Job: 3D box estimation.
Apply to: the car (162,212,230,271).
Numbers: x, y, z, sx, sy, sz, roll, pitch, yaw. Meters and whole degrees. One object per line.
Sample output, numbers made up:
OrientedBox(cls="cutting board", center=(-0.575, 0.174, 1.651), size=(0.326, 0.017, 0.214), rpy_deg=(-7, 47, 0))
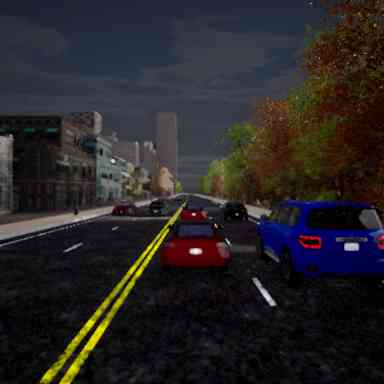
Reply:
OrientedBox(cls="car", center=(0.108, 1.590, 11.058), size=(1.994, 1.385, 4.181), rpy_deg=(0, 0, 0))

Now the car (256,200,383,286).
OrientedBox(cls="car", center=(3.356, 1.248, 9.658), size=(2.150, 2.045, 5.566), rpy_deg=(0, 0, 0))

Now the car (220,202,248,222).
OrientedBox(cls="car", center=(3.383, 1.545, 27.464), size=(1.882, 1.535, 5.008), rpy_deg=(0, 0, 0))

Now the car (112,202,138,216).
OrientedBox(cls="car", center=(-6.549, 1.633, 32.857), size=(1.994, 1.385, 4.181), rpy_deg=(0, 0, 0))

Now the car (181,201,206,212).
OrientedBox(cls="car", center=(0.130, 1.626, 26.508), size=(1.994, 1.385, 4.181), rpy_deg=(0, 0, 0))

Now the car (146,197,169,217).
OrientedBox(cls="car", center=(-3.300, 1.577, 32.597), size=(1.837, 1.490, 4.892), rpy_deg=(0, 0, 0))

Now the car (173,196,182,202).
OrientedBox(cls="car", center=(-3.144, 1.643, 74.774), size=(1.895, 1.301, 4.718), rpy_deg=(0, 0, 0))
